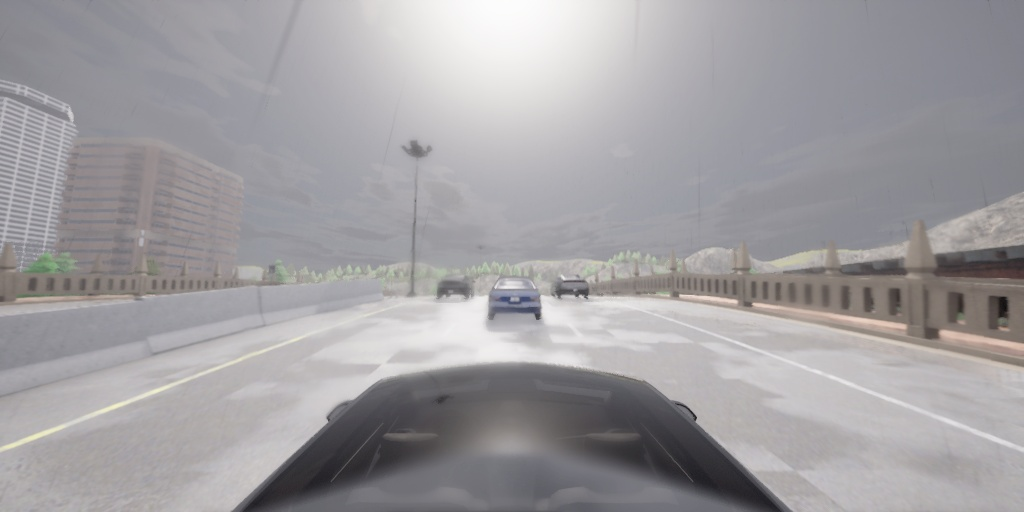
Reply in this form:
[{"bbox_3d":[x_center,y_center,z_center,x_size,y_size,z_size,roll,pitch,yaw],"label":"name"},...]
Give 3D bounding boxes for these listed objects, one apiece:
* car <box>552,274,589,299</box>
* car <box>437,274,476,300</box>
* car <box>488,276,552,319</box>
[{"bbox_3d":[3.593,1.927,22.755,2.128,1.511,4.902,0,-4,0],"label":"car"},{"bbox_3d":[-3.407,1.907,22.340,1.837,1.490,4.892,0,-4,0],"label":"car"},{"bbox_3d":[0.096,1.456,13.385,2.033,1.411,5.357,0,-2,0],"label":"car"}]
